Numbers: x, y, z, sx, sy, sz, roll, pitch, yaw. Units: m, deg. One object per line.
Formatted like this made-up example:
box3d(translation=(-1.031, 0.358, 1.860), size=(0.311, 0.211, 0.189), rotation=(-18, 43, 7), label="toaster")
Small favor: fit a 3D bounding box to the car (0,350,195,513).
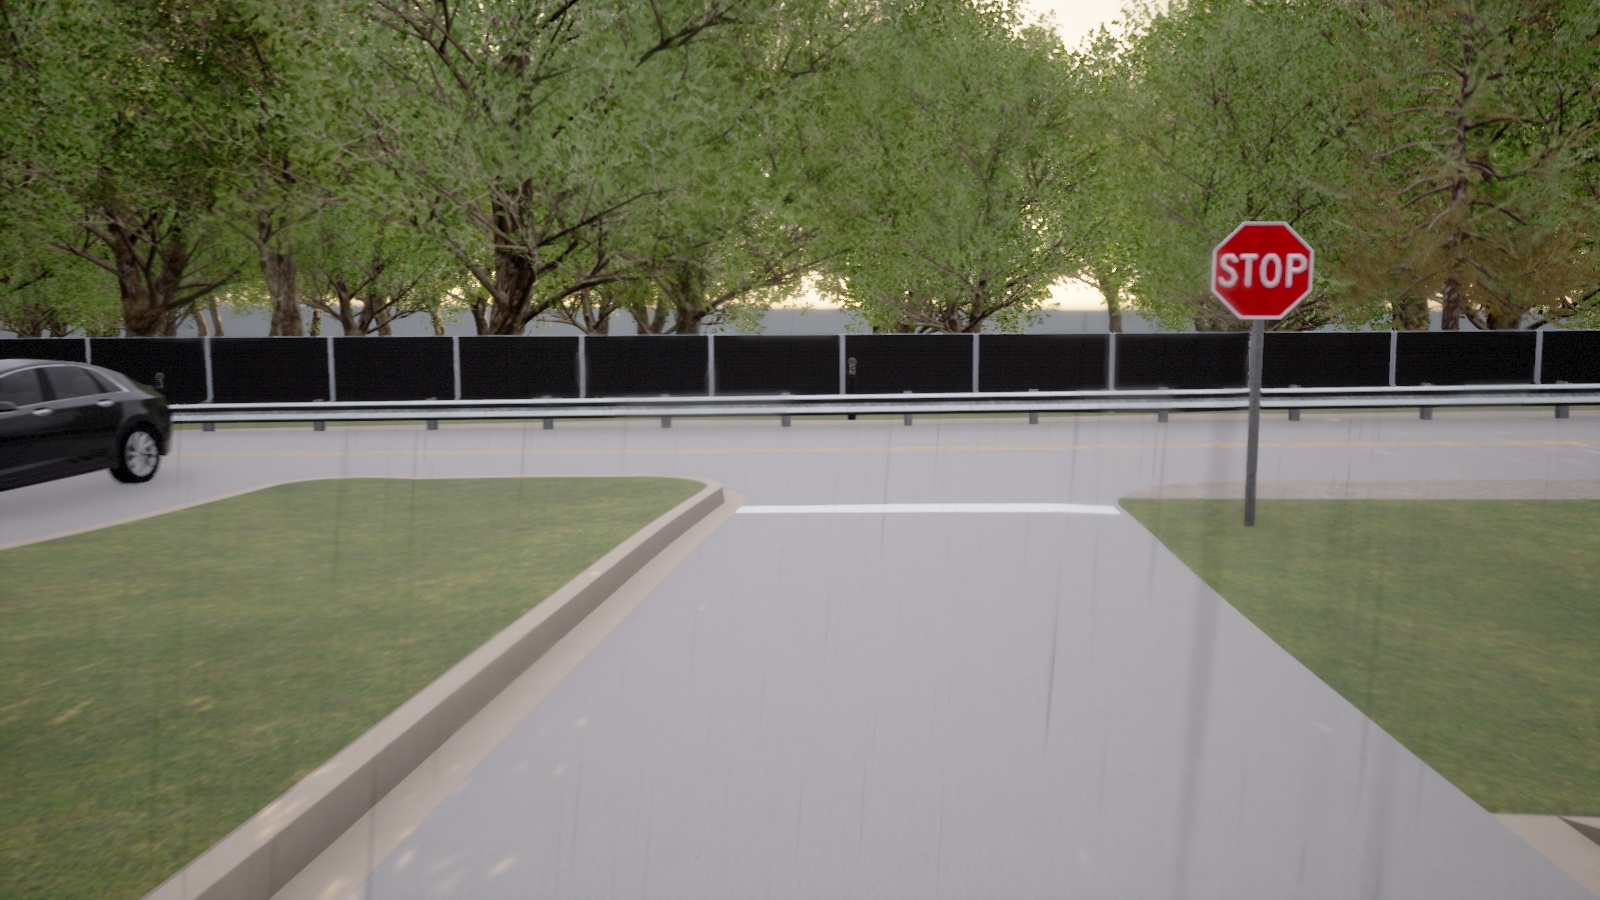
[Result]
box3d(translation=(-8.754, -0.171, 13.160), size=(1.837, 1.490, 4.892), rotation=(-1, 6, 8), label="car")
